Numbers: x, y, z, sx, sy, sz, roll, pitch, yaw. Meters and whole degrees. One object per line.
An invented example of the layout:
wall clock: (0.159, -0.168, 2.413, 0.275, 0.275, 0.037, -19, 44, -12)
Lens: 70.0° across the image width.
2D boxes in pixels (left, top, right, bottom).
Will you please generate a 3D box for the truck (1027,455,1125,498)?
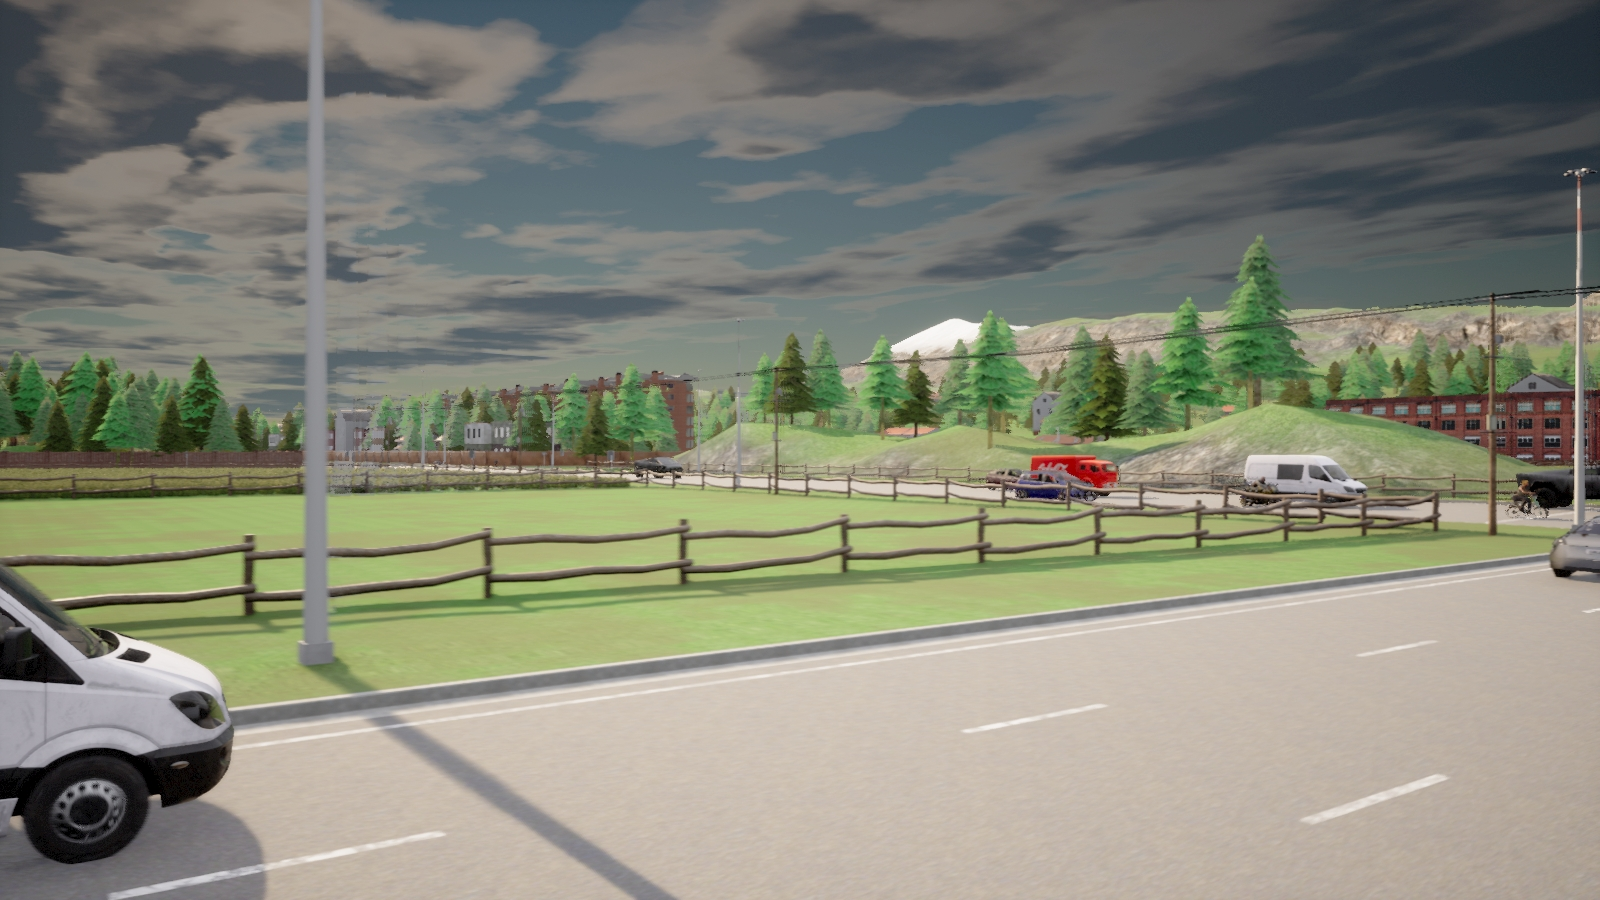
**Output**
truck: (16.616, 1.570, 68.931, 2.627, 2.467, 5.204, 0, 0, -40)

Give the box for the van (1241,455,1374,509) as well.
van: (25.373, 1.535, 57.344, 1.988, 2.561, 5.915, 0, 0, -36)

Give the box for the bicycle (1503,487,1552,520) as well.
bicycle: (29.342, 2.158, 46.099, 0.859, 1.276, 1.487, 2, -1, -41)

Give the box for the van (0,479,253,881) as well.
van: (-6.978, 1.534, 7.446, 5.915, 2.561, 1.988, 0, 0, -35)

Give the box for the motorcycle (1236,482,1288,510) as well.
motorcycle: (22.414, 2.206, 55.474, 0.867, 1.251, 2.209, 0, 0, -36)

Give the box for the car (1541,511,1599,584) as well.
car: (18.421, 2.119, 25.332, 4.181, 1.385, 1.994, 0, 0, -36)

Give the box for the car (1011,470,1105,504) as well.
car: (13.804, 1.969, 61.432, 2.242, 1.667, 4.611, 0, 0, -36)

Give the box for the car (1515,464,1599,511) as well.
car: (37.201, 1.754, 53.133, 2.390, 2.098, 6.274, 0, 0, -38)
